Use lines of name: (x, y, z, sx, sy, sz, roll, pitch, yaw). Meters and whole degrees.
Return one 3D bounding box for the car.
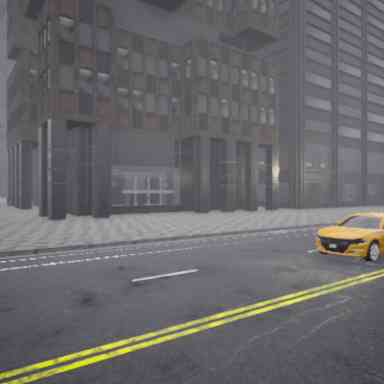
car: (6.687, 1.527, 12.442, 5.008, 1.535, 1.882, 0, 0, -35)
